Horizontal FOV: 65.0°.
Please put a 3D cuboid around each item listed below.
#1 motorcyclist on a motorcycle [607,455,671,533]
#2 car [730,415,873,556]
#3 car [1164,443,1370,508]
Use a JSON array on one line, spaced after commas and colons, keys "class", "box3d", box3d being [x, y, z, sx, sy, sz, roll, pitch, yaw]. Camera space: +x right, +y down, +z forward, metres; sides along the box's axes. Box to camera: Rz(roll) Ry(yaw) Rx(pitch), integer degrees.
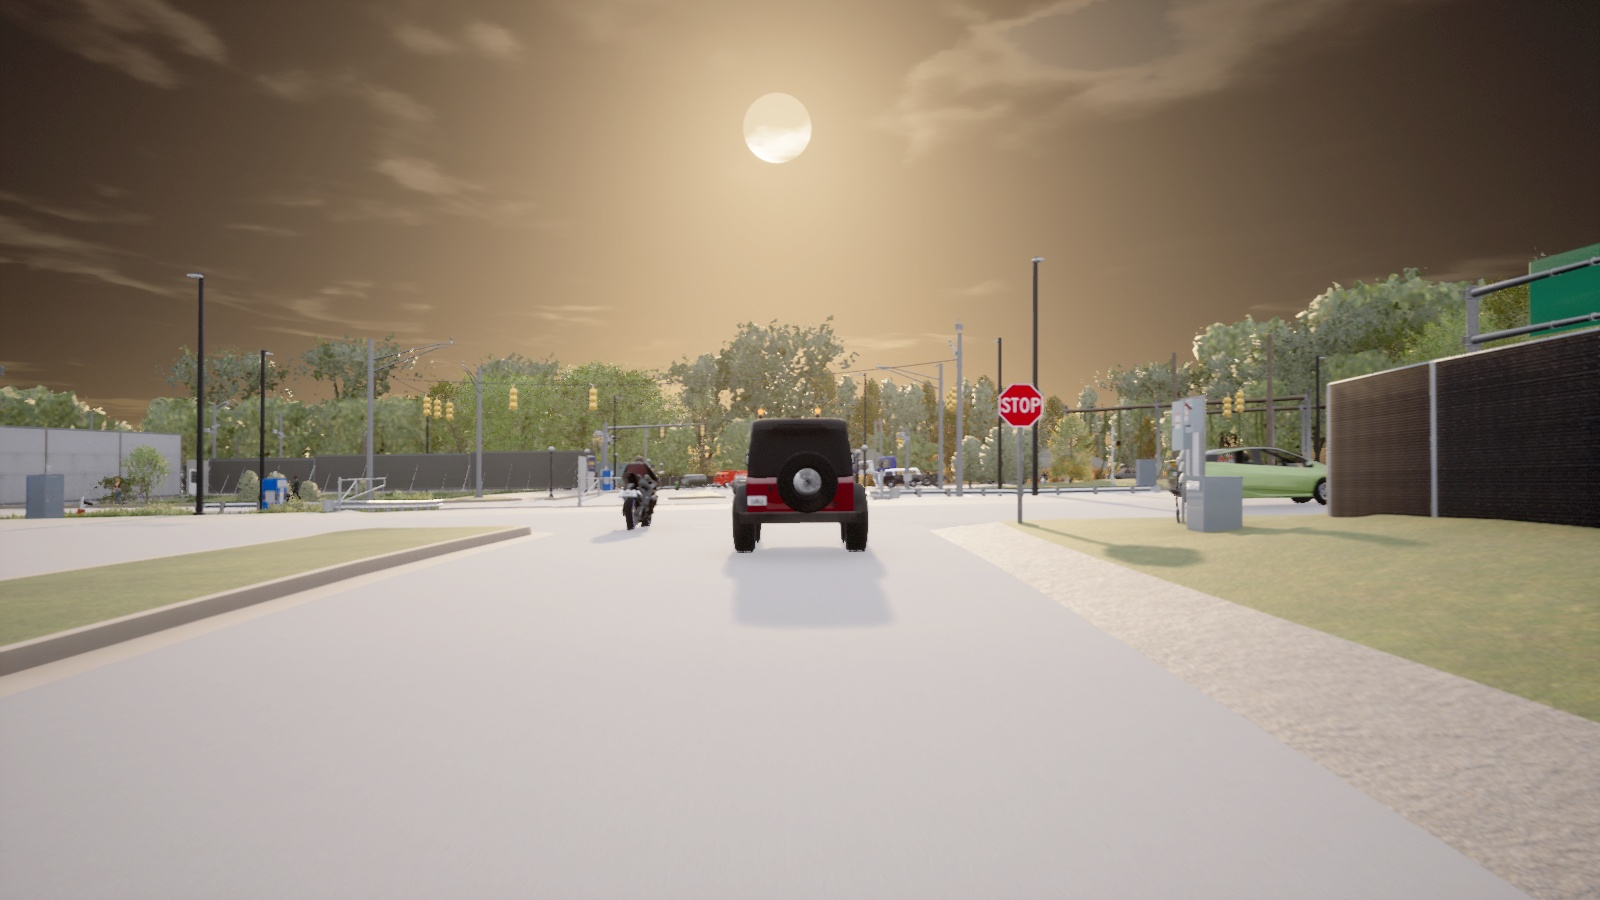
[{"class": "motorcyclist on a motorcycle", "box3d": [-3.281, 0.892, 25.806, 0.866, 1.530, 2.191, -1, -1, 4]}, {"class": "car", "box3d": [0.021, 0.500, 18.719, 1.905, 1.878, 3.866, 0, -1, 0]}, {"class": "car", "box3d": [11.932, 0.651, 32.294, 4.514, 1.525, 2.007, -1, -1, 0]}]
